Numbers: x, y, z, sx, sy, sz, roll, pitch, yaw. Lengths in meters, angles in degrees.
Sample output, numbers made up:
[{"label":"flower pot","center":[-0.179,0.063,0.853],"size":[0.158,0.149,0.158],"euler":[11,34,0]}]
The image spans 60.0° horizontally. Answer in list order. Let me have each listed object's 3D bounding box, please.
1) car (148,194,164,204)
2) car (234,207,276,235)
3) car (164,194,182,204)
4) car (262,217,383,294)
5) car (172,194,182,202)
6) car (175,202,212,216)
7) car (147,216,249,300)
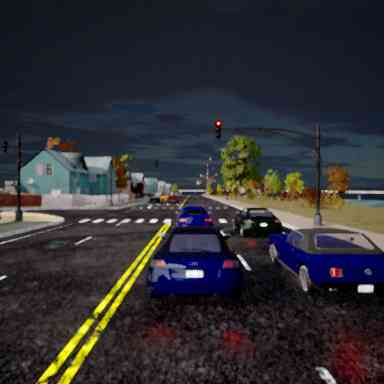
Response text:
[{"label":"car","center":[-6.550,1.361,58.898],"size":[1.994,1.385,4.181],"euler":[0,0,0]},{"label":"car","center":[3.350,1.492,17.537],"size":[1.994,1.385,4.181],"euler":[0,0,0]},{"label":"car","center":[-3.298,1.275,58.834],"size":[1.882,1.535,5.008],"euler":[0,0,0]},{"label":"car","center":[3.354,1.565,8.618],"size":[1.895,1.301,4.718],"euler":[0,0,0]},{"label":"car","center":[-3.249,1.286,73.978],"size":[2.128,1.511,4.902],"euler":[0,0,0]},{"label":"car","center":[0.086,1.454,17.628],"size":[1.812,1.442,4.674],"euler":[0,0,-2]},{"label":"car","center":[0.090,1.528,8.361],"size":[1.994,1.385,4.181],"euler":[0,0,1]}]
